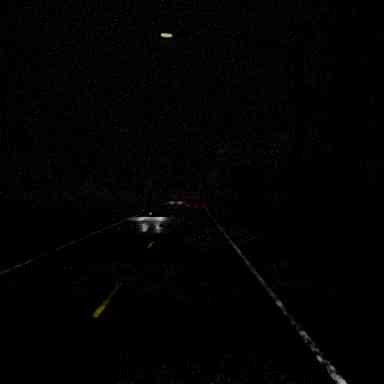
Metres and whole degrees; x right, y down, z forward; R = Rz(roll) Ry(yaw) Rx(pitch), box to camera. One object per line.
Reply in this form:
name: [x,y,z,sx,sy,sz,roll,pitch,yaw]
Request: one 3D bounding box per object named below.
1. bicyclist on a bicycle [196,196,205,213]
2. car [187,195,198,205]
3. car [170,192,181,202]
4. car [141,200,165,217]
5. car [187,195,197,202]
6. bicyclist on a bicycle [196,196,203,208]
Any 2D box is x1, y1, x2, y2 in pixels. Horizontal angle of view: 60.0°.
bicyclist on a bicycle: [0.979,1.386,35.475,0.866,1.612,1.509,0,0,0]
car: [0.099,1.445,57.976,1.812,1.442,4.674,0,0,0]
car: [-3.478,1.111,72.421,2.150,2.045,5.566,0,0,0]
car: [-3.589,1.502,31.502,2.033,1.411,5.357,0,0,0]
car: [0.023,1.436,74.362,2.033,1.411,5.357,0,0,0]
bicyclist on a bicycle: [0.984,1.373,44.789,0.866,1.612,1.509,0,0,0]
